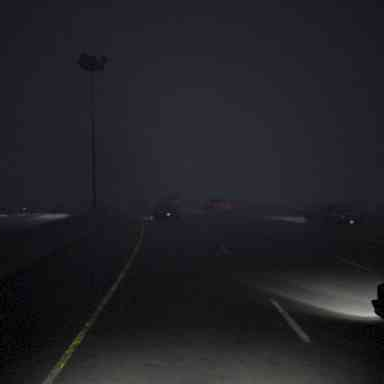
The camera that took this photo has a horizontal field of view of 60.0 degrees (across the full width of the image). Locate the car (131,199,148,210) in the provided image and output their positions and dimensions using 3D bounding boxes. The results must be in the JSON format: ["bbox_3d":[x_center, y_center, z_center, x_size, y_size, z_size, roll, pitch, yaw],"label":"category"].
[{"bbox_3d":[-7.911,1.828,50.031,1.837,1.490,4.892,1,-1,-20],"label":"car"}]

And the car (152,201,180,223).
[{"bbox_3d":[-2.216,1.711,27.637,1.994,1.385,4.181,-1,0,-11],"label":"car"}]

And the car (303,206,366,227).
[{"bbox_3d":[9.406,1.554,22.470,1.895,1.301,4.718,-1,0,-9],"label":"car"}]

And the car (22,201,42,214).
[{"bbox_3d":[-20.928,1.994,43.666,1.837,1.490,4.892,-1,0,-18],"label":"car"}]

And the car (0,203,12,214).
[{"bbox_3d":[-23.937,2.089,41.564,1.994,1.385,4.181,-1,0,-17],"label":"car"}]

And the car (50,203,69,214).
[{"bbox_3d":[-16.891,2.026,42.541,1.895,1.301,4.718,-1,0,-16],"label":"car"}]

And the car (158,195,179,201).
[{"bbox_3d":[-3.451,1.471,48.270,2.150,2.045,5.566,0,0,-19],"label":"car"}]

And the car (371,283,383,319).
[{"bbox_3d":[3.942,1.502,2.946,2.033,1.411,5.357,-1,0,-3],"label":"car"}]

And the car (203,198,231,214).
[{"bbox_3d":[2.761,1.466,37.747,2.097,1.767,4.553,-1,0,-14],"label":"car"}]
